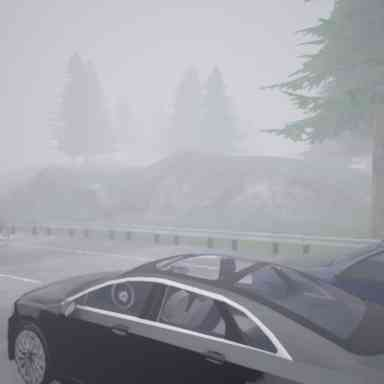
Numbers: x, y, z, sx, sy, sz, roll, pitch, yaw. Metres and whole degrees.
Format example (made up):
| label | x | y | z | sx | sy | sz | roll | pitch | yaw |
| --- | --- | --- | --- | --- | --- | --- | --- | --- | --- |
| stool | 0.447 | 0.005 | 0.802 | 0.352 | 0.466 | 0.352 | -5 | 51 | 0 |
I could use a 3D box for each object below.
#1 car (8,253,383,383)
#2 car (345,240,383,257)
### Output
| label | x | y | z | sx | sy | sz | roll | pitch | yaw |
| --- | --- | --- | --- | --- | --- | --- | --- | --- | --- |
| car | -0.126 | 1.480 | 3.707 | 4.902 | 1.511 | 2.128 | 0 | 0 | 34 |
| car | 3.666 | 1.514 | 5.443 | 5.357 | 1.411 | 2.033 | 0 | 0 | 34 |
